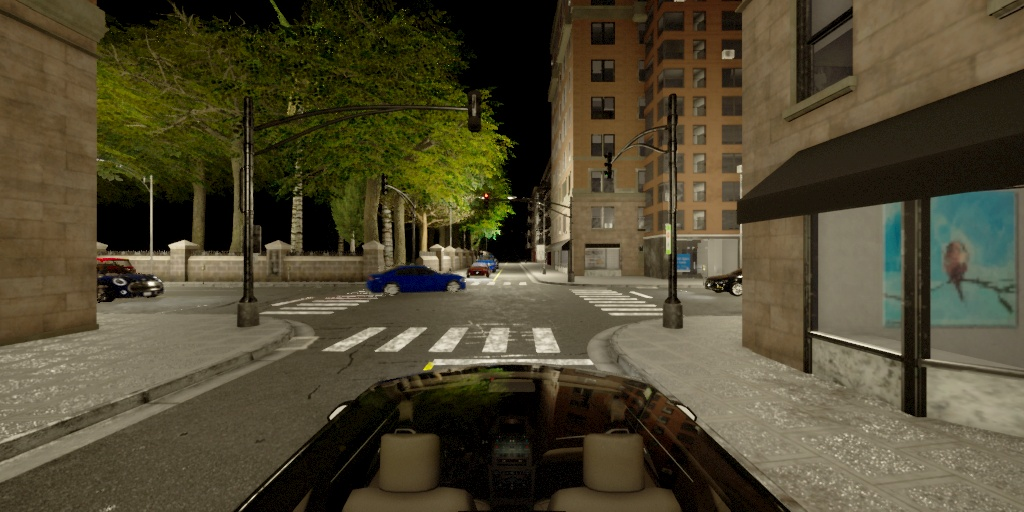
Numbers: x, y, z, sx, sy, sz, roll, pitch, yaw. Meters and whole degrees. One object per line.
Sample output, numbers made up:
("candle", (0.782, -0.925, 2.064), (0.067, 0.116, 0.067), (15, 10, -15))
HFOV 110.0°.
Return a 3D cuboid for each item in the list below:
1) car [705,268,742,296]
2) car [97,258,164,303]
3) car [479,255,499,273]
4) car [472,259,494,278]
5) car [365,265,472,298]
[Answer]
("car", (12.691, 1.269, 18.674), (4.892, 1.490, 1.837), (0, 0, 1))
("car", (-18.376, 1.082, 15.903), (4.553, 1.767, 2.097), (0, 0, 1))
("car", (-3.039, 0.930, 42.910), (2.150, 2.045, 5.566), (0, 0, 0))
("car", (-3.051, 1.291, 33.602), (1.994, 1.385, 4.181), (0, 0, 0))
("car", (-4.894, 1.222, 18.607), (5.008, 1.535, 1.882), (0, 0, -26))
